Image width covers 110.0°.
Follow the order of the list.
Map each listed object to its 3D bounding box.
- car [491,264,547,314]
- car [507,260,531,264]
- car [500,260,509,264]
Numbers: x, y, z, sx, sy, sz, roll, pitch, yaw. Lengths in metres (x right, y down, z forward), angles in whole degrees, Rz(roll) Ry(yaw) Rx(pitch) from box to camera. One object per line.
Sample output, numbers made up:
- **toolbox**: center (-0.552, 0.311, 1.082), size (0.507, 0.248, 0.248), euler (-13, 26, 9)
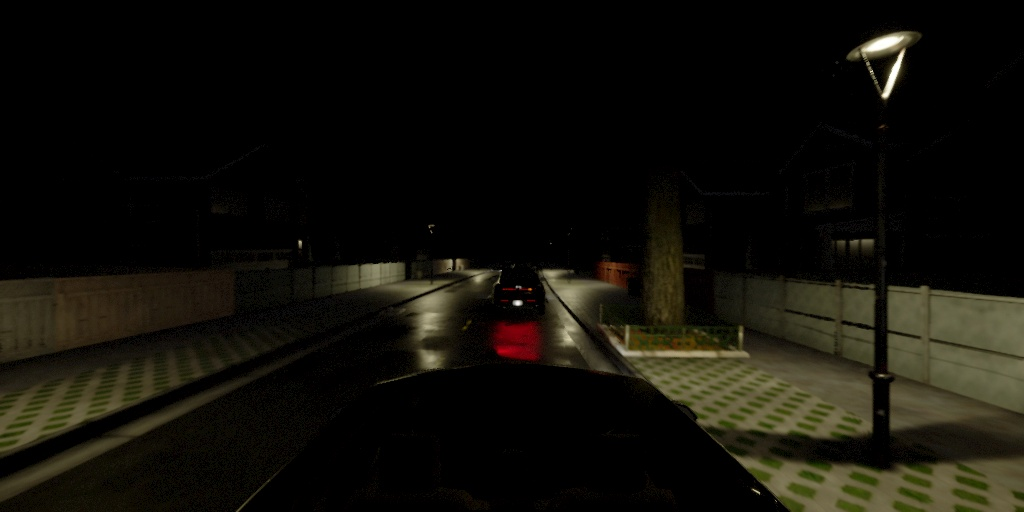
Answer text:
- **car**: center (0.264, 1.233, 13.753), size (1.837, 1.490, 4.892), euler (0, 0, 2)
- **car**: center (0.920, 1.224, 29.272), size (1.837, 1.490, 4.892), euler (0, 0, 4)
- **car**: center (-0.584, 1.254, 51.161), size (2.033, 1.411, 5.357), euler (0, 0, 4)
